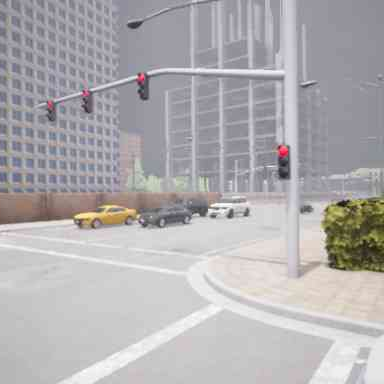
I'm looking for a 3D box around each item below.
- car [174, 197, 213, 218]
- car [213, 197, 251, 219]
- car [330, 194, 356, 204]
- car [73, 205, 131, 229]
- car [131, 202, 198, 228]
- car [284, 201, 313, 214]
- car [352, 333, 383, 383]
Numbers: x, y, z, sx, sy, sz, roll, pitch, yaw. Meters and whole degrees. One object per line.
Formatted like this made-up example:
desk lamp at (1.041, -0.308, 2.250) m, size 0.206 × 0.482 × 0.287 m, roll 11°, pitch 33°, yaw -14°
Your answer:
car at (-0.564, 1.523, 32.638) m, size 2.150 × 2.045 × 5.566 m, roll -1°, pitch -1°, yaw 35°
car at (3.781, 1.479, 32.690) m, size 2.150 × 2.045 × 5.566 m, roll -1°, pitch -1°, yaw 36°
car at (17.961, 1.518, 40.235) m, size 2.097 × 1.767 × 4.553 m, roll -1°, pitch -1°, yaw 35°
car at (-6.325, 1.779, 24.543) m, size 1.882 × 1.535 × 5.008 m, roll -1°, pitch -1°, yaw 35°
car at (-1.936, 1.762, 24.673) m, size 1.837 × 1.490 × 4.892 m, roll -1°, pitch -1°, yaw 35°
car at (12.340, 1.758, 38.368) m, size 2.033 × 1.411 × 5.357 m, roll -1°, pitch -1°, yaw 35°
car at (3.382, 1.576, 1.636) m, size 4.718 × 1.301 × 1.895 m, roll -1°, pitch -1°, yaw 38°
